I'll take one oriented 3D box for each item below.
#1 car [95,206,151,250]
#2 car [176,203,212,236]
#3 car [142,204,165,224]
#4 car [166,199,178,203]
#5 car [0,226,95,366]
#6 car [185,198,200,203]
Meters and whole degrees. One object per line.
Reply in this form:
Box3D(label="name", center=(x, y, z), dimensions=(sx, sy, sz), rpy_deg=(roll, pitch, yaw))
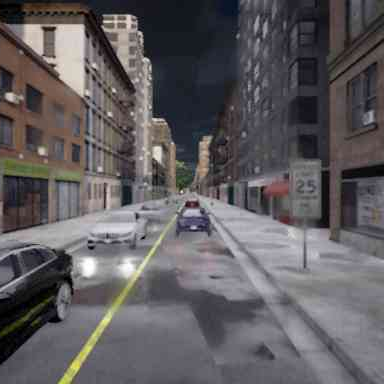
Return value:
Box3D(label="car", center=(-3.093, 1.532, 14.530), dimensions=(1.812, 1.442, 4.674), rpy_deg=(0, 0, 0))
Box3D(label="car", center=(0.077, 1.533, 18.346), dimensions=(1.812, 1.442, 4.674), rpy_deg=(0, 0, 0))
Box3D(label="car", center=(-3.095, 1.608, 24.778), dimensions=(1.895, 1.301, 4.718), rpy_deg=(0, 0, 0))
Box3D(label="car", center=(-3.026, 1.273, 51.336), dimensions=(1.994, 1.385, 4.181), rpy_deg=(0, 0, 0))
Box3D(label="car", center=(-3.097, 1.494, 4.377), dimensions=(2.128, 1.511, 4.902), rpy_deg=(0, 0, -1))
Box3D(label="car", center=(0.056, 1.482, 43.478), dimensions=(1.882, 1.535, 5.008), rpy_deg=(0, 0, 0))
